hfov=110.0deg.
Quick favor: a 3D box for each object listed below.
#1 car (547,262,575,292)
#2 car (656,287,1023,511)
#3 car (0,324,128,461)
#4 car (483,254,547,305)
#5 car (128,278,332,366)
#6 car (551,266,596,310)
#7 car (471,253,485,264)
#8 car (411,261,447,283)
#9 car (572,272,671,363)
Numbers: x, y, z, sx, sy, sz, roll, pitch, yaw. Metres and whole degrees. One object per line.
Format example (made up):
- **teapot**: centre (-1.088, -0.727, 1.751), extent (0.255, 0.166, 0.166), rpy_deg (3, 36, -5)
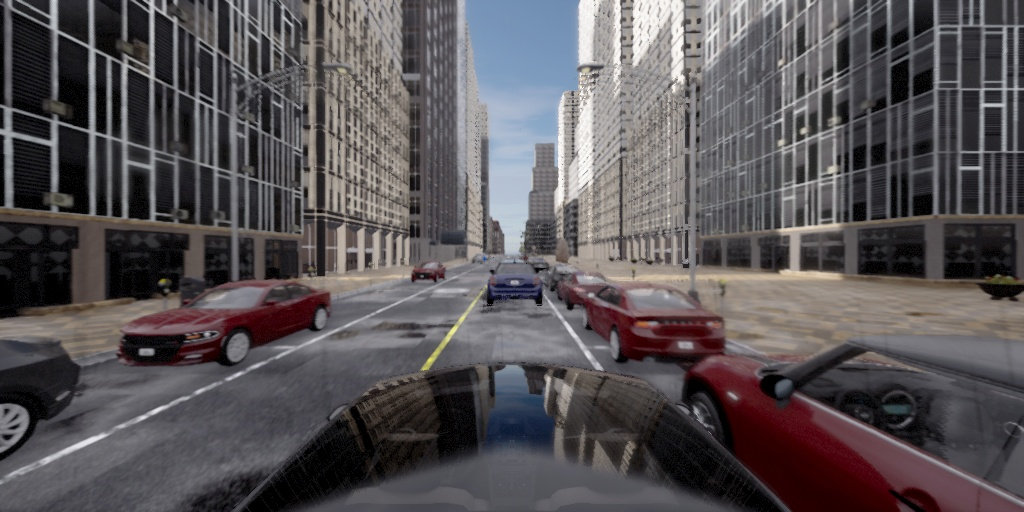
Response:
- **car**: centre (2.697, 1.088, 19.184), extent (2.007, 1.370, 4.403), rpy_deg (0, 0, 0)
- **car**: centre (2.691, 1.185, 2.118), extent (1.967, 1.591, 4.097), rpy_deg (0, 0, 0)
- **car**: centre (-5.689, 1.296, 2.143), extent (2.007, 1.370, 4.403), rpy_deg (0, 0, 0)
- **car**: centre (0.103, 0.939, 15.022), extent (2.097, 1.767, 4.553), rpy_deg (0, 1, 0)
- **car**: centre (-5.687, 1.221, 7.831), extent (1.888, 1.381, 4.507), rpy_deg (0, 0, 0)
- **car**: centre (2.695, 1.188, 13.496), extent (1.802, 1.307, 4.207), rpy_deg (0, 0, 0)
- **car**: centre (-5.673, 0.616, 59.030), extent (2.007, 1.370, 4.403), rpy_deg (0, 0, 0)
- **car**: centre (-5.682, 1.015, 24.898), extent (1.888, 1.381, 4.507), rpy_deg (0, 0, 0)
- **car**: centre (2.693, 1.221, 7.807), extent (1.888, 1.381, 4.507), rpy_deg (0, 0, 0)
